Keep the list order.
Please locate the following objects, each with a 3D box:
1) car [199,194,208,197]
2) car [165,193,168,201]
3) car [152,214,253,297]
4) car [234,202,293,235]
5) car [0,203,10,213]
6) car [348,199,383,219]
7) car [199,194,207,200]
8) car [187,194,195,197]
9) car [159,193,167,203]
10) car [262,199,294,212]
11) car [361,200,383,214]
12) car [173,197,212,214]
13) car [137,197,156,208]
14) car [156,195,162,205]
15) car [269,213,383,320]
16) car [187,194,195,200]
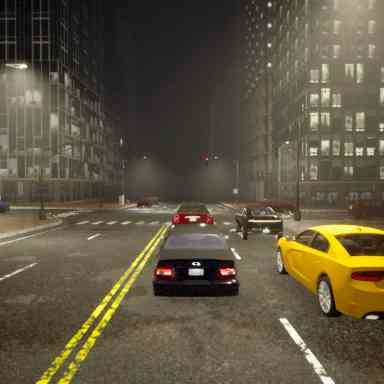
[{"bbox_3d":[2.946,1.272,79.756,2.097,1.767,4.553,0,0,0],"label":"car"},{"bbox_3d":[-6.799,1.153,78.319,2.150,2.045,5.566,0,0,0],"label":"car"},{"bbox_3d":[0.067,1.543,8.733,2.033,1.411,5.357,0,0,0],"label":"car"},{"bbox_3d":[3.277,1.482,16.877,2.128,1.511,4.902,0,0,1],"label":"car"},{"bbox_3d":[-20.034,1.317,31.710,5.008,1.535,1.882,1,1,1],"label":"car"},{"bbox_3d":[16.093,1.519,28.665,5.009,1.841,2.192,1,0,1],"label":"car"},{"bbox_3d":[2.907,1.295,89.822,1.994,1.385,4.181,0,0,0],"label":"car"},{"bbox_3d":[-0.304,1.470,79.775,1.994,1.385,4.181,0,0,0],"label":"car"},{"bbox_3d":[-6.777,1.507,67.570,1.994,1.385,4.181,0,0,0],"label":"car"},{"bbox_3d":[7.914,1.523,34.143,5.008,1.535,1.882,1,1,-6],"label":"car"},{"bbox_3d":[21.670,1.643,36.973,4.829,1.417,1.752,1,0,1],"label":"car"},{"bbox_3d":[0.033,1.342,18.047,2.097,1.767,4.553,0,0,0],"label":"car"},{"bbox_3d":[-6.783,1.567,48.392,1.895,1.301,4.718,0,0,0],"label":"car"},{"bbox_3d":[-6.794,1.556,57.565,1.895,1.301,4.718,0,0,0],"label":"car"},{"bbox_3d":[3.323,1.474,7.461,1.882,1.535,5.008,0,0,0],"label":"car"},{"bbox_3d":[-0.343,1.295,89.810,1.994,1.385,4.181,0,0,0],"label":"car"}]
